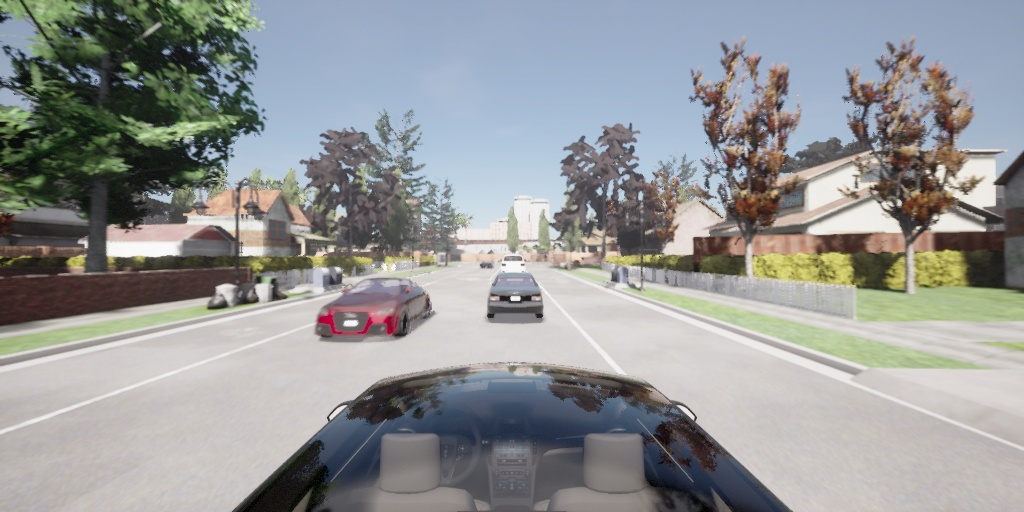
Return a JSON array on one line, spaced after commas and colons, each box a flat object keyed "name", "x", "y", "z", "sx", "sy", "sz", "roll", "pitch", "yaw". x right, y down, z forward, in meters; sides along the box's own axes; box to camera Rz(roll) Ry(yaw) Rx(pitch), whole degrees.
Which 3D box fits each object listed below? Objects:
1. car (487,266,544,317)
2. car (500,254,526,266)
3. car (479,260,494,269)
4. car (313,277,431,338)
[{"name": "car", "x": 0.103, "y": 1.279, "z": 12.979, "sx": 2.033, "sy": 1.411, "sz": 5.357, "roll": 0, "pitch": 0, "yaw": 0}, {"name": "car", "x": 0.106, "y": 0.882, "z": 32.268, "sx": 2.150, "sy": 2.045, "sz": 5.566, "roll": 0, "pitch": 0, "yaw": 0}, {"name": "car", "x": -3.546, "y": 1.189, "z": 50.876, "sx": 1.895, "sy": 1.301, "sz": 4.718, "roll": 0, "pitch": 0, "yaw": 1}, {"name": "car", "x": -3.599, "y": 1.303, "z": 9.993, "sx": 1.994, "sy": 1.385, "sz": 4.181, "roll": 0, "pitch": 0, "yaw": 0}]
